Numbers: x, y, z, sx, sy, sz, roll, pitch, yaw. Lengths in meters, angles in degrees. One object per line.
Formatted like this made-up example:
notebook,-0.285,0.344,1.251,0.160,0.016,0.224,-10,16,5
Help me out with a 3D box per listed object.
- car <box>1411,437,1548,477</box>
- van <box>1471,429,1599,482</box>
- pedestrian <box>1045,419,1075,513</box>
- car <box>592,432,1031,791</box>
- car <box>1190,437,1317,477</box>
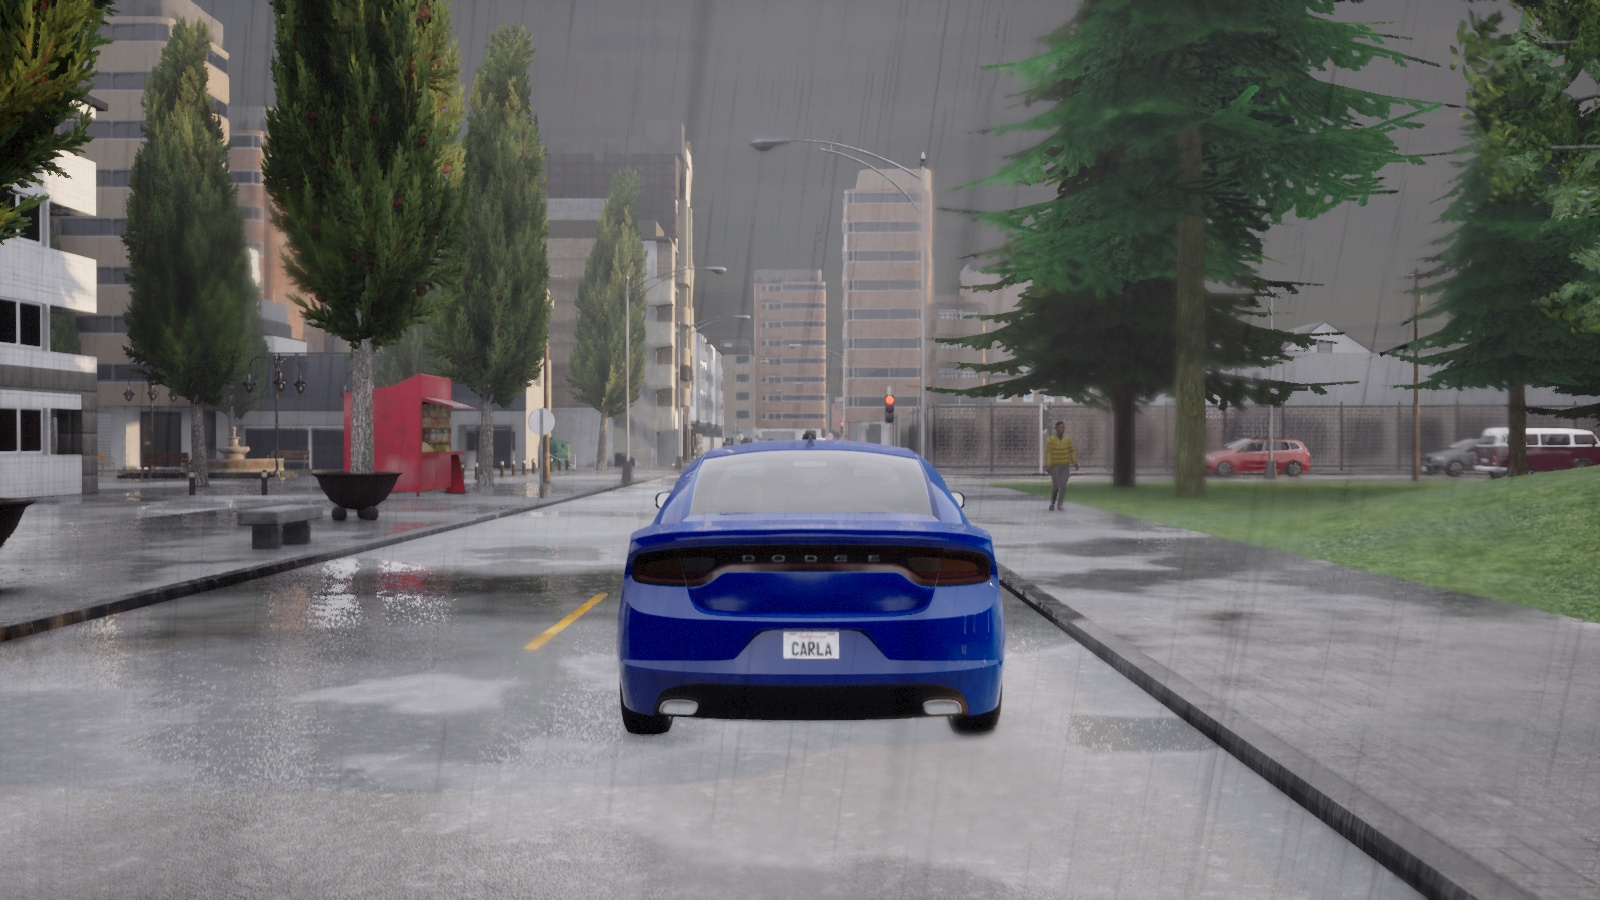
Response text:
car,28.922,0.292,53.546,4.611,1.667,2.242,0,0,0
van,29.272,0.199,49.541,4.480,2.038,2.069,0,0,0
pedestrian,5.179,0.310,25.012,0.431,1.840,0.709,0,0,-1
car,0.063,0.677,7.885,1.882,1.535,5.008,0,0,0
car,19.277,0.284,53.591,4.611,1.667,2.242,0,0,0
